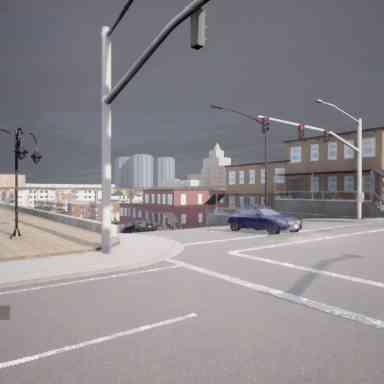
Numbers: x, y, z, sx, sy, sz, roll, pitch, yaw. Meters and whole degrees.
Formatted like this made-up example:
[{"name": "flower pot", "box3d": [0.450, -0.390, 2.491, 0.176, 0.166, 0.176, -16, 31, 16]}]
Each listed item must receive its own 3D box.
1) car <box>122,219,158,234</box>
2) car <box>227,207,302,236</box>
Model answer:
[{"name": "car", "box3d": [-4.869, 3.207, 30.744, 1.994, 1.385, 4.181, 0, -11, -36]}, {"name": "car", "box3d": [3.927, 1.552, 18.707, 1.812, 1.442, 4.674, 0, -2, -35]}]
